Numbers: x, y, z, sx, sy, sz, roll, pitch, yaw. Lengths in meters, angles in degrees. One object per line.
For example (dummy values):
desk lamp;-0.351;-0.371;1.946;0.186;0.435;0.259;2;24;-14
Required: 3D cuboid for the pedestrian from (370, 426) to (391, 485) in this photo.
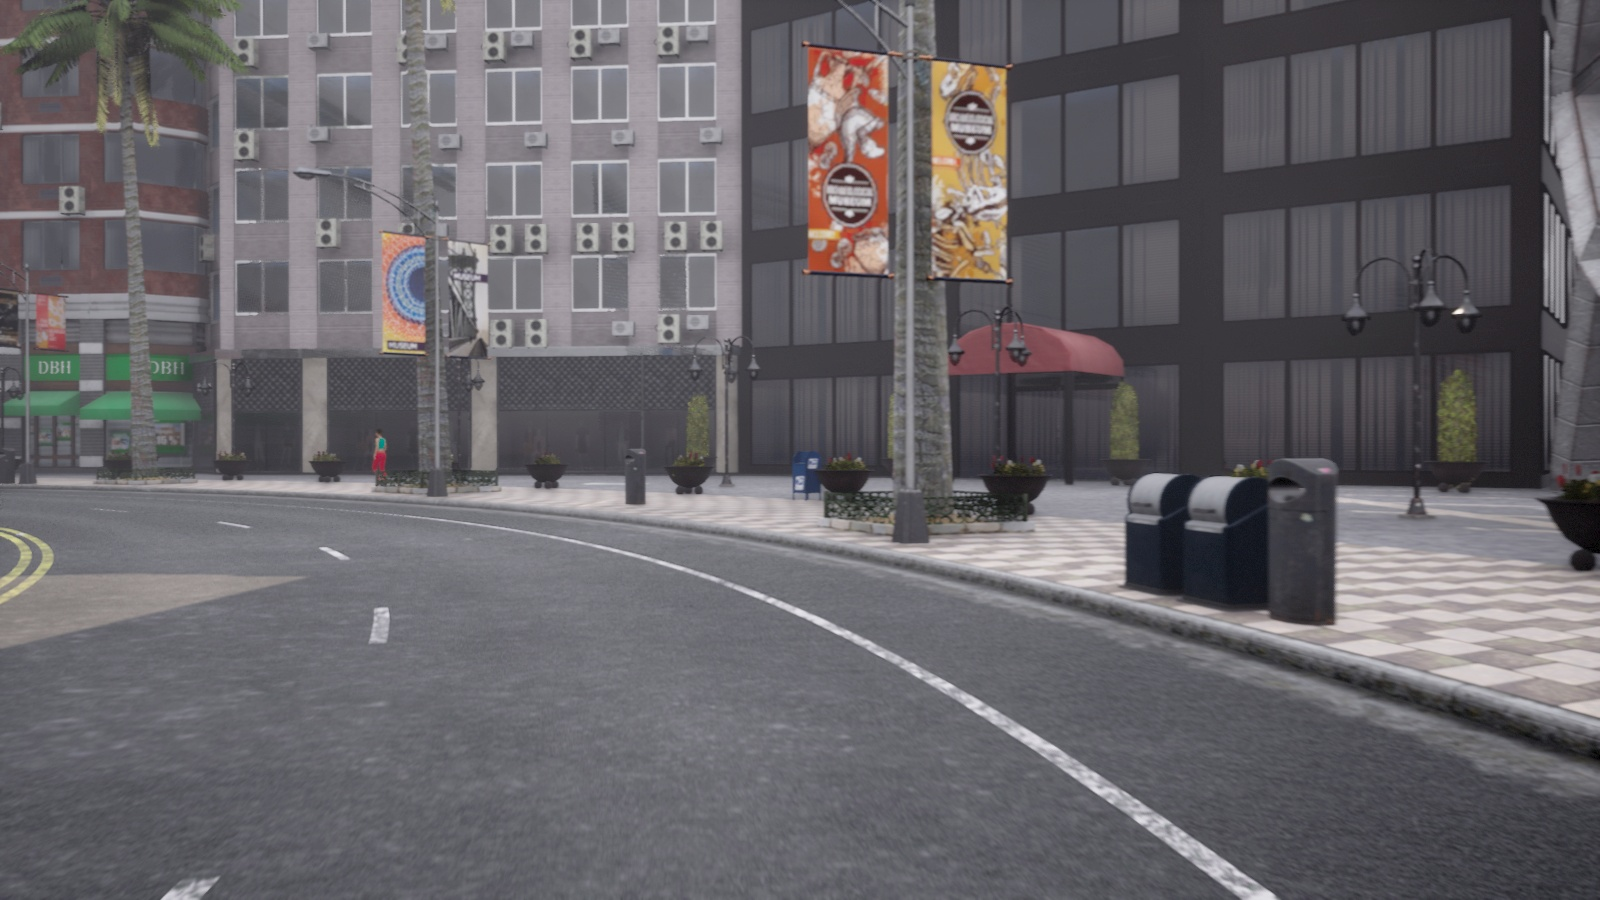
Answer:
pedestrian;-13.268;0.178;39.726;0.594;1.836;0.345;0;0;30
